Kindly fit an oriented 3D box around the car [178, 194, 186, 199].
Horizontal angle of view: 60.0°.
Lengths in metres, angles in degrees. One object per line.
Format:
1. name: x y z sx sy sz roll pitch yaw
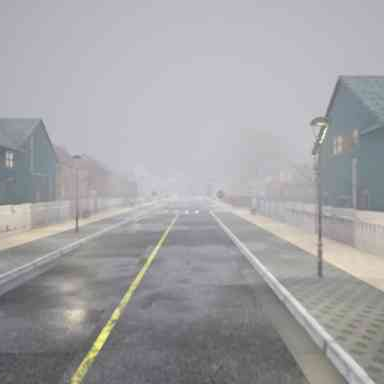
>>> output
1. car: -2.734 1.115 91.205 1.994 1.385 4.181 0 0 0
